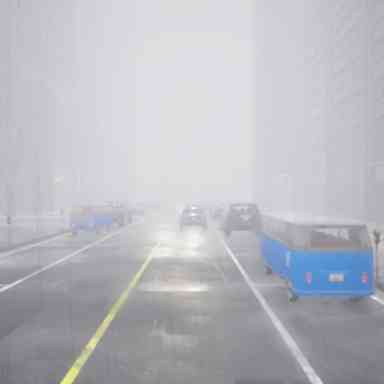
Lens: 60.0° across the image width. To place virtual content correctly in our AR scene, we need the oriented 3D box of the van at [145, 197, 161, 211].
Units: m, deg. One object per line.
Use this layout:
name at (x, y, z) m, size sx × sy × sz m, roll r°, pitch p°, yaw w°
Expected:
van at (-5.805, 1.780, 47.446) m, size 1.690 × 1.788 × 3.998 m, roll 0°, pitch -1°, yaw 0°

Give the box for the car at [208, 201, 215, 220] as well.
car at (2.736, 1.826, 30.634) m, size 1.887 × 1.381 × 4.507 m, roll 0°, pitch -1°, yaw 0°

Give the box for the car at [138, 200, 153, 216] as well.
car at (-5.795, 1.885, 36.226) m, size 2.008 × 1.369 × 4.403 m, roll 0°, pitch -1°, yaw 0°

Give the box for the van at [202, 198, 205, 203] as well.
van at (2.720, 1.779, 47.463) m, size 1.690 × 1.788 × 3.998 m, roll 0°, pitch -1°, yaw 0°

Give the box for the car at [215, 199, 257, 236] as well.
car at (2.746, 1.493, 19.419) m, size 2.192 × 1.841 × 5.009 m, roll 0°, pitch -1°, yaw 0°

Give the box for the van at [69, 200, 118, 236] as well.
van at (-5.779, 1.520, 19.400) m, size 1.690 × 1.788 × 3.998 m, roll 0°, pitch -1°, yaw 0°

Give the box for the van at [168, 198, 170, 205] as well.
van at (-5.821, 1.937, 64.274) m, size 1.690 × 1.788 × 3.998 m, roll 0°, pitch -1°, yaw 0°

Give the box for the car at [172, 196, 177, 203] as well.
car at (-5.847, 2.445, 92.317) m, size 1.947 × 1.339 × 4.313 m, roll 0°, pitch -1°, yaw 0°

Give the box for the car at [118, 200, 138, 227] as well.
car at (-5.784, 1.546, 25.010) m, size 2.192 × 1.841 × 5.009 m, roll 0°, pitch -1°, yaw 0°

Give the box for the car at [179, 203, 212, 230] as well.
car at (0.080, 1.759, 23.028) m, size 2.033 × 1.411 × 5.357 m, roll 0°, pitch -1°, yaw 0°

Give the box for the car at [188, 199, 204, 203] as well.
car at (0.066, 1.944, 41.306) m, size 1.994 × 1.385 × 4.181 m, roll 0°, pitch -1°, yaw -1°

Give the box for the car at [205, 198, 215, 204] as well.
car at (2.731, 1.774, 36.244) m, size 1.967 × 1.590 × 4.097 m, roll 0°, pitch -1°, yaw 0°

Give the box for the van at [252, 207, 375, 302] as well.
van at (2.757, 1.417, 8.201) m, size 1.690 × 1.788 × 3.998 m, roll 0°, pitch -1°, yaw 0°

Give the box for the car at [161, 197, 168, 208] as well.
car at (-5.815, 1.984, 58.664) m, size 1.967 × 1.590 × 4.097 m, roll 0°, pitch -1°, yaw 0°

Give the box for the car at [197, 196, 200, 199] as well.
car at (2.678, 2.429, 92.331) m, size 2.008 × 1.369 × 4.403 m, roll 0°, pitch -1°, yaw 0°

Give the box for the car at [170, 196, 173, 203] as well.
car at (-5.831, 2.229, 75.320) m, size 1.752 × 1.417 × 4.829 m, roll 0°, pitch -1°, yaw 0°
